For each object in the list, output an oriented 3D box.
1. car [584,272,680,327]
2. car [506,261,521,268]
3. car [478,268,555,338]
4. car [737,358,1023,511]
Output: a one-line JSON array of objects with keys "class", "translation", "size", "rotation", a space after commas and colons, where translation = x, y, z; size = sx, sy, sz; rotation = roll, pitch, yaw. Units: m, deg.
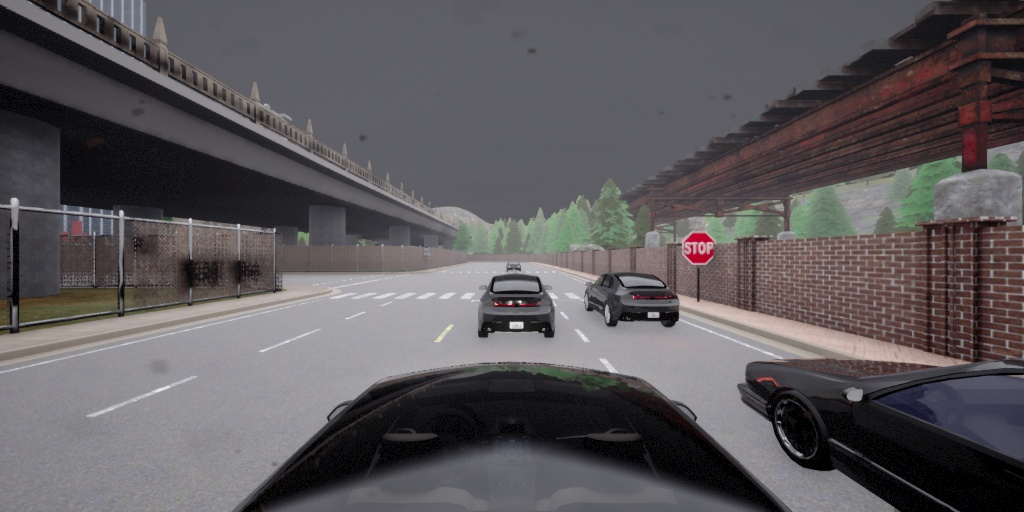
[{"class": "car", "translation": [3.606, 1.255, 11.534], "size": [1.837, 1.490, 4.892], "rotation": [0, 0, 0]}, {"class": "car", "translation": [0.213, 1.351, 46.370], "size": [1.895, 1.301, 4.718], "rotation": [0, 0, -1]}, {"class": "car", "translation": [0.104, 1.255, 10.177], "size": [1.837, 1.490, 4.892], "rotation": [0, 0, 0]}, {"class": "car", "translation": [3.600, 1.297, 1.788], "size": [2.033, 1.411, 5.357], "rotation": [0, 0, 0]}]
